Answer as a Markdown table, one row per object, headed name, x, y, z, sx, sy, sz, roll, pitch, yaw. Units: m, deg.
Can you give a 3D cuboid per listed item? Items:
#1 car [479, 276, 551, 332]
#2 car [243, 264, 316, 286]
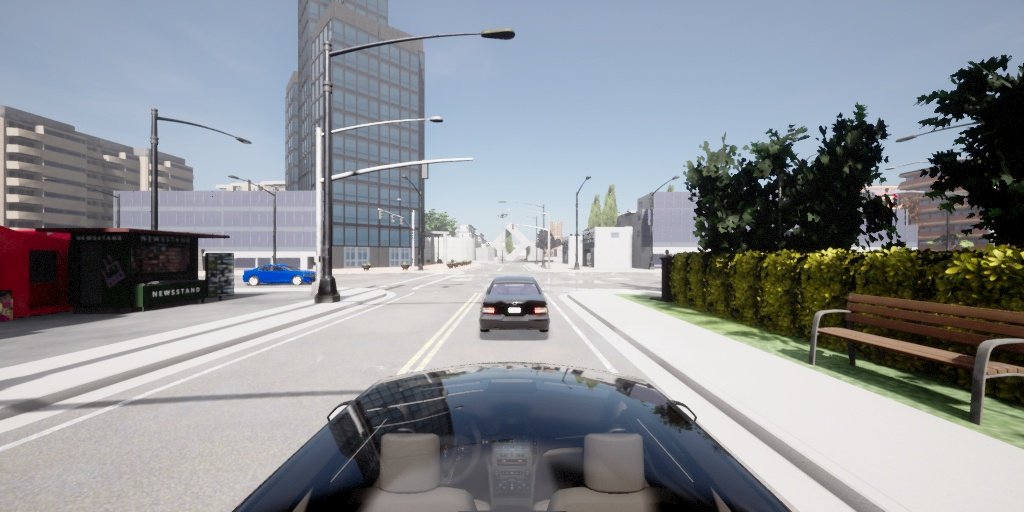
| name | x | y | z | sx | sy | sz | roll | pitch | yaw |
| --- | --- | --- | --- | --- | --- | --- | --- | --- | --- |
| car | 0.068 | 1.297 | 10.781 | 2.033 | 1.411 | 5.357 | 0 | 0 | 0 |
| car | -16.781 | 1.336 | 26.188 | 5.008 | 1.535 | 1.882 | -1 | 0 | 0 |
